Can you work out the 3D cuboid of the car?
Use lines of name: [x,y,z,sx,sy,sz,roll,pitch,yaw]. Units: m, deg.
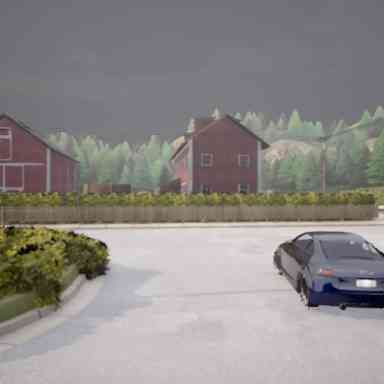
car: [3.277,1.618,7.960,1.994,1.385,4.181,0,0,4]
